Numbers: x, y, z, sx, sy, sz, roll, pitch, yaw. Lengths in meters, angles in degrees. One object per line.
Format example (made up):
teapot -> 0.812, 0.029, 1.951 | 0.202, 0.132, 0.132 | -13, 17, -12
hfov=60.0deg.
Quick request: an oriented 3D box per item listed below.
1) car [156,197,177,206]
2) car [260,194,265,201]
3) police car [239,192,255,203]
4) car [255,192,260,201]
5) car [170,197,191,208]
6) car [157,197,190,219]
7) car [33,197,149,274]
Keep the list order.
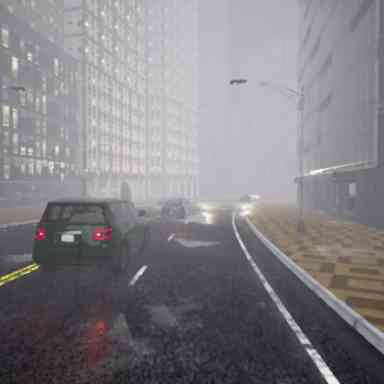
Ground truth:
car -> -3.922, 1.399, 51.841 | 1.895, 1.301, 4.718 | 0, 0, 13
car -> 15.183, 1.055, 78.695 | 2.150, 2.045, 5.566 | 1, 0, 20
police car -> 10.305, 1.273, 63.958 | 1.930, 1.638, 5.238 | 0, 0, 16
car -> 13.216, 1.362, 73.152 | 1.812, 1.442, 4.674 | 1, 0, 19
car -> -1.590, 1.431, 47.326 | 1.895, 1.301, 4.718 | 0, 0, 12
car -> -1.306, 1.393, 27.888 | 2.128, 1.511, 4.902 | 0, 0, 7
car -> -2.823, 1.179, 10.567 | 2.150, 2.045, 5.566 | 0, 0, 3
